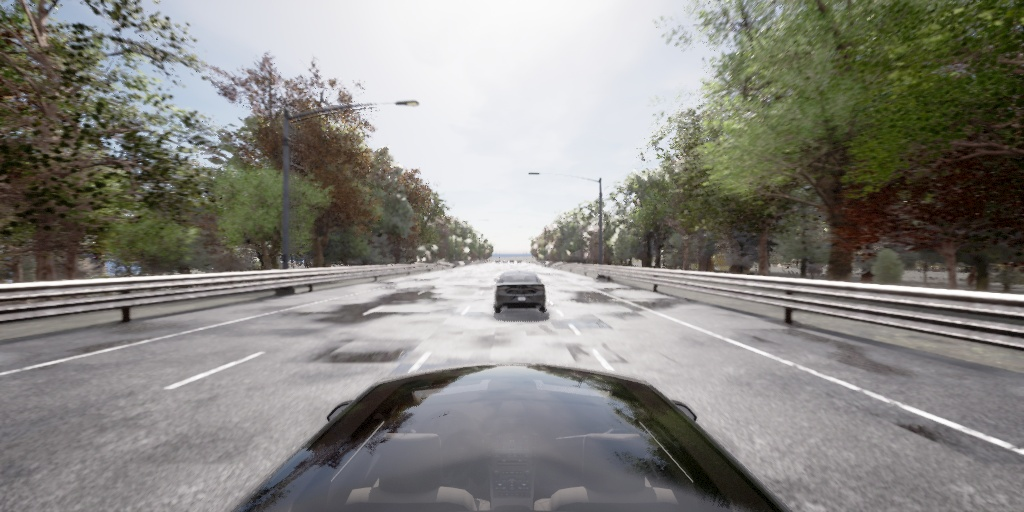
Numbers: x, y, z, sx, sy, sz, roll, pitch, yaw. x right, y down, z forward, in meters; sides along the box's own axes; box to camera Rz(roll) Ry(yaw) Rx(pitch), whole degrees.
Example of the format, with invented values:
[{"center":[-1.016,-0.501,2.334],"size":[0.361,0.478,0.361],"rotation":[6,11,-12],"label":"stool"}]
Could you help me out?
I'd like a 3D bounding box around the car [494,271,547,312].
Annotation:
[{"center":[0.272,1.348,14.773],"size":[1.882,1.535,5.008],"rotation":[0,-1,-1],"label":"car"}]
